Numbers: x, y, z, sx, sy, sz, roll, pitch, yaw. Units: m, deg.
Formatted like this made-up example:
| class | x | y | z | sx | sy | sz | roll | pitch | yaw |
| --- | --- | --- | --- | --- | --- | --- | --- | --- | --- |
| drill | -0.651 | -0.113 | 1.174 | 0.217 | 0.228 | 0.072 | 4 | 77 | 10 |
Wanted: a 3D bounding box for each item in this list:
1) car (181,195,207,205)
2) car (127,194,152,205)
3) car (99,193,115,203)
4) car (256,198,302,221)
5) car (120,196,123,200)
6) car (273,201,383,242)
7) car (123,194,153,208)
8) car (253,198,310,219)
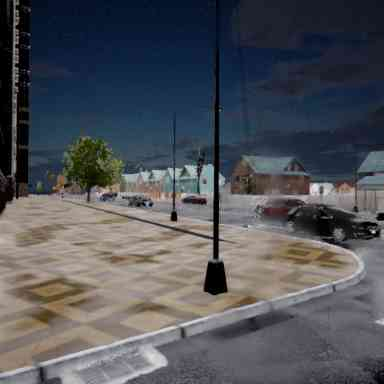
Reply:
| class | x | y | z | sx | sy | sz | roll | pitch | yaw |
| --- | --- | --- | --- | --- | --- | --- | --- | --- | --- |
| car | 0.236 | 1.216 | 48.955 | 2.033 | 1.411 | 5.357 | 1 | 0 | -28 |
| car | -8.029 | 1.117 | 50.370 | 2.033 | 1.411 | 5.357 | 1 | 0 | -27 |
| car | -14.086 | 0.931 | 55.042 | 1.812 | 1.442 | 4.674 | 1 | 0 | -28 |
| car | 6.678 | 1.203 | 22.291 | 2.097 | 1.767 | 4.553 | 1 | 0 | -28 |
| car | -13.007 | 1.076 | 67.178 | 1.895 | 1.301 | 4.718 | 1 | 0 | -28 |
| car | 6.380 | 1.382 | 15.870 | 1.837 | 1.490 | 4.892 | 1 | 0 | -28 |
| car | -6.163 | 1.119 | 39.759 | 2.128 | 1.511 | 4.902 | 1 | 0 | -28 |
| car | 7.452 | 1.340 | 28.234 | 1.837 | 1.490 | 4.892 | 1 | 0 | -28 |
